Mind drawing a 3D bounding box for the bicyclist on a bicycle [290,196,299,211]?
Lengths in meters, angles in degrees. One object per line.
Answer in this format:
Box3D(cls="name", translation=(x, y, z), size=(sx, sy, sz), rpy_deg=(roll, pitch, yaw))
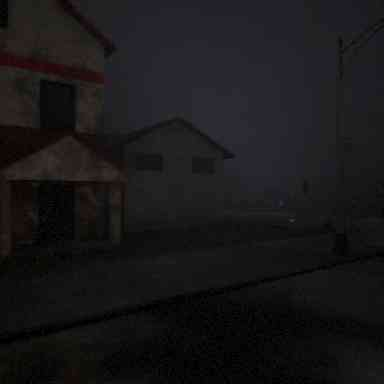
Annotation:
Box3D(cls="bicyclist on a bicycle", translation=(11.510, 1.274, 37.233), size=(1.656, 1.620, 0.582), rpy_deg=(-1, 0, -36))
